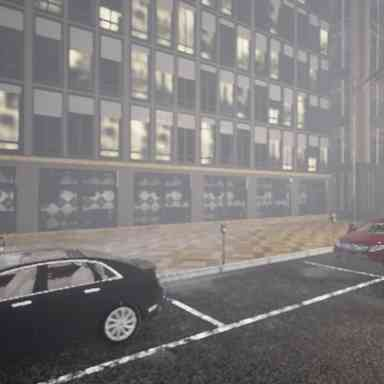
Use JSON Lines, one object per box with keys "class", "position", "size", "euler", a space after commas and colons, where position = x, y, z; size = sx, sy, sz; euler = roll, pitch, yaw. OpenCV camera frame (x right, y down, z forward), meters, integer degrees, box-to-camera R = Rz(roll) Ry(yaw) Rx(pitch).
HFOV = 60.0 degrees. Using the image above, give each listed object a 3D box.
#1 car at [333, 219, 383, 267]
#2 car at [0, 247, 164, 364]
{"class": "car", "position": [6.511, 1.581, 11.192], "size": [4.206, 1.307, 1.802], "euler": [0, 0, -35]}
{"class": "car", "position": [-2.512, 1.551, 4.762], "size": [4.403, 1.369, 2.008], "euler": [0, 0, -35]}
